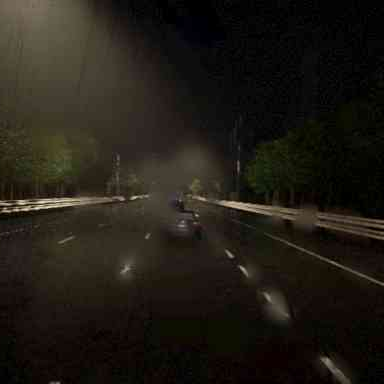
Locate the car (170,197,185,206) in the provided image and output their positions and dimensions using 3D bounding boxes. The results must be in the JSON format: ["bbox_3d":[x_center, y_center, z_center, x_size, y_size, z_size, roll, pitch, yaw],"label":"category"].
[{"bbox_3d":[-1.863,1.820,43.190,1.812,1.442,4.674,2,-1,-3],"label":"car"}]

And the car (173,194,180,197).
[{"bbox_3d":[-3.722,1.811,79.221,2.150,2.045,5.566,2,-1,-3],"label":"car"}]

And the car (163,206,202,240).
[{"bbox_3d":[-0.557,1.685,18.086,1.994,1.385,4.181,2,0,-3],"label":"car"}]
